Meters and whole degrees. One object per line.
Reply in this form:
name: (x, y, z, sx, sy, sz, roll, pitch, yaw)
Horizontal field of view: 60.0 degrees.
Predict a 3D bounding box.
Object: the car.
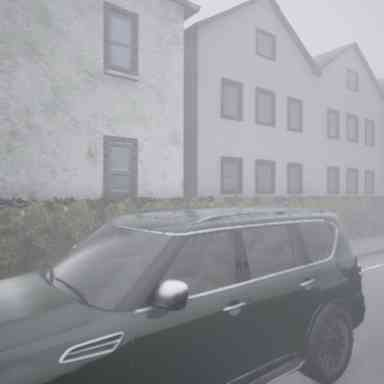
car: (-0.159, 1.231, 3.867, 5.566, 2.045, 2.150, 0, 0, -37)
